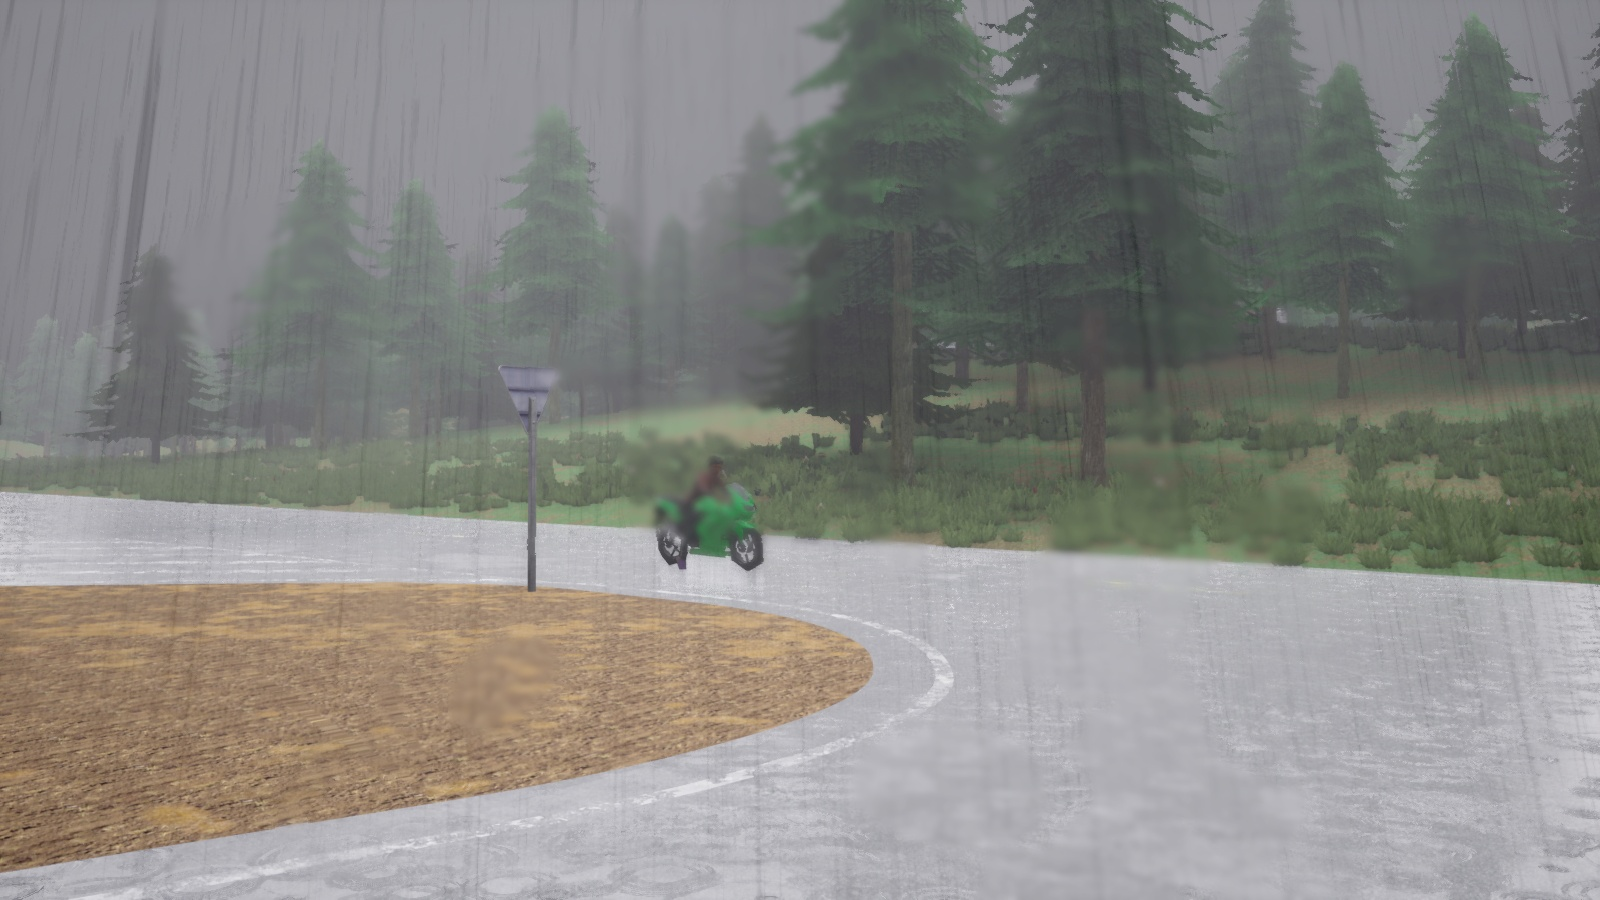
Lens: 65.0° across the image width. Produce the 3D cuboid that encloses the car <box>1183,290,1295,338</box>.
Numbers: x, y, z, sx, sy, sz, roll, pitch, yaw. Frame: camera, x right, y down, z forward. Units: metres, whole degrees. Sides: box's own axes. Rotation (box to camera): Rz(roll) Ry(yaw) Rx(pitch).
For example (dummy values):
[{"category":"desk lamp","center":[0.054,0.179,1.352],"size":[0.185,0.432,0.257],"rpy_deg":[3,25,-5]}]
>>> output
[{"category":"car","center":[20.587,-6.363,58.940],"size":[4.605,1.855,1.932],"rpy_deg":[1,1,35]}]

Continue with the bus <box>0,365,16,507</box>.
[{"category":"bus","center":[-28.861,-0.417,39.510],"size":[10.273,4.253,3.944],"rpy_deg":[0,0,39]}]

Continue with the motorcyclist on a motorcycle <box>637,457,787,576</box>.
[{"category":"motorcyclist on a motorcycle","center":[-1.223,0.864,17.152],"size":[2.044,1.523,0.797],"rpy_deg":[0,0,39]}]
